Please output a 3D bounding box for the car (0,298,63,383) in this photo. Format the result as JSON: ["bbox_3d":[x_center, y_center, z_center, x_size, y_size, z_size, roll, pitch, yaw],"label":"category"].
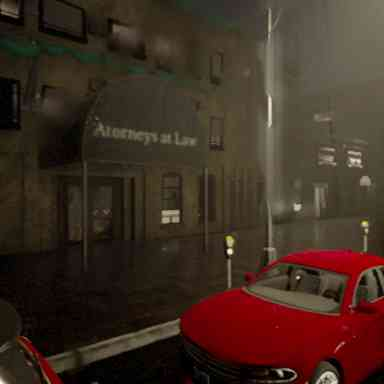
[{"bbox_3d":[-2.480,1.424,1.148,4.097,1.590,1.967,0,-1,-39],"label":"car"}]

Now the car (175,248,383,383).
[{"bbox_3d":[1.837,1.556,4.632,4.507,1.381,1.887,0,-1,-39],"label":"car"}]
